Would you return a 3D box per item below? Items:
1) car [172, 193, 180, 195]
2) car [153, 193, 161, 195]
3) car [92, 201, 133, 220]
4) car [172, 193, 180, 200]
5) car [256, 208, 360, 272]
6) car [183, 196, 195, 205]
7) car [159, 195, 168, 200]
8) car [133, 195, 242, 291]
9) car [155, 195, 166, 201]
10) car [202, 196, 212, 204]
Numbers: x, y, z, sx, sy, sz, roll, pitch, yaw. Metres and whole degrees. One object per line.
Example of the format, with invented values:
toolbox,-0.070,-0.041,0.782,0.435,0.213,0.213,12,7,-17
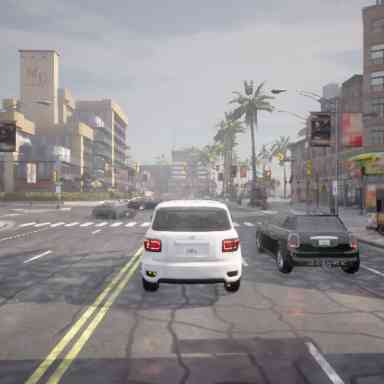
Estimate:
car,-4.205,1.540,72.880,2.033,1.411,5.357,0,0,-1
car,-7.705,1.225,72.866,2.150,2.045,5.566,0,0,-1
car,-6.561,1.564,27.851,4.181,1.385,1.994,0,0,43
car,-4.413,1.225,93.174,2.150,2.045,5.566,0,0,-1
car,3.479,1.352,10.889,2.097,1.767,4.553,0,0,0
car,-0.479,1.547,60.100,2.033,1.411,5.357,0,0,-1
car,-7.906,1.540,92.927,2.033,1.411,5.357,0,0,-1
car,-0.015,1.221,9.151,2.150,2.045,5.566,0,0,0
car,-7.801,1.525,82.588,2.128,1.511,4.902,0,0,-1
car,2.958,1.526,66.564,1.812,1.442,4.674,0,0,-1
